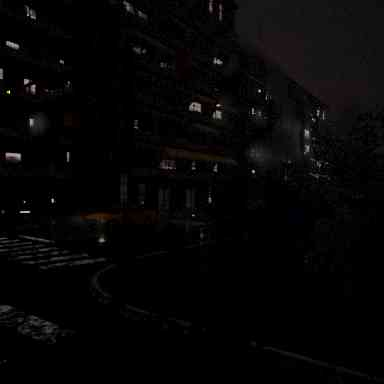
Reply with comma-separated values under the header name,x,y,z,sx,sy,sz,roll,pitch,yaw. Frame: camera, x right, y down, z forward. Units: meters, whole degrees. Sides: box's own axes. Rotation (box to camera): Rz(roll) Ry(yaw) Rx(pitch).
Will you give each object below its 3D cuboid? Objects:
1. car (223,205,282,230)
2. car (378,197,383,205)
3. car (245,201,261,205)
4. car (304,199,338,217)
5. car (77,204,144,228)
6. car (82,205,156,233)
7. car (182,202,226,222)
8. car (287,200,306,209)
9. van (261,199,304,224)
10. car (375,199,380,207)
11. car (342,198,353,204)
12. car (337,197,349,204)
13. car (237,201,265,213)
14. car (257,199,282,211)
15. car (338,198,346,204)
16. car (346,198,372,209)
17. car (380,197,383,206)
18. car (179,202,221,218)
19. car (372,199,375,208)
name,x,y,z,sx,sy,sz,roll,pitch,yaw
car,4.324,1.826,23.189,1.947,1.339,4.313,1,0,36
car,47.041,2.150,81.068,2.192,1.841,5.009,1,0,36
car,8.517,1.765,38.594,1.882,1.535,5.008,1,1,37
car,14.183,1.837,36.546,1.967,1.590,4.097,1,0,36
car,-5.699,1.626,23.719,2.008,1.369,4.403,1,0,36
car,-4.412,1.585,21.106,1.882,1.535,5.008,1,0,37
car,1.551,1.695,29.174,1.837,1.490,4.892,1,0,36
car,17.300,1.974,54.885,1.802,1.307,4.206,1,0,36
van,7.612,1.647,27.641,1.690,1.788,3.998,1,0,36
car,33.896,2.103,63.259,1.967,1.590,4.097,1,0,36
car,40.200,2.220,85.913,1.752,1.417,4.829,1,0,36
car,37.016,2.093,81.598,1.967,1.590,4.097,1,0,36
car,7.444,1.840,41.528,1.802,1.307,4.206,1,0,36
car,10.730,1.743,45.980,1.967,1.590,4.097,1,0,36
car,33.729,2.176,77.145,1.947,1.339,4.313,1,0,36
car,27.326,1.891,54.355,2.192,1.841,5.009,1,0,36
car,37.181,2.251,67.710,1.887,1.381,4.507,1,0,36
car,0.873,1.712,32.623,1.887,1.381,4.507,1,0,36
car,30.609,2.201,58.806,1.802,1.307,4.206,1,0,36
